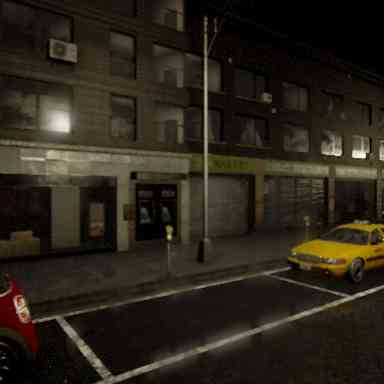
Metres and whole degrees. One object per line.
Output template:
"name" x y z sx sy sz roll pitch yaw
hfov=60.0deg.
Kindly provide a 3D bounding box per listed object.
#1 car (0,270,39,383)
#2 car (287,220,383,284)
"car" -3.922 1.442 3.391 4.097 1.590 1.967 0 0 -35
"car" 4.753 1.518 9.577 4.829 1.417 1.752 0 0 -35
